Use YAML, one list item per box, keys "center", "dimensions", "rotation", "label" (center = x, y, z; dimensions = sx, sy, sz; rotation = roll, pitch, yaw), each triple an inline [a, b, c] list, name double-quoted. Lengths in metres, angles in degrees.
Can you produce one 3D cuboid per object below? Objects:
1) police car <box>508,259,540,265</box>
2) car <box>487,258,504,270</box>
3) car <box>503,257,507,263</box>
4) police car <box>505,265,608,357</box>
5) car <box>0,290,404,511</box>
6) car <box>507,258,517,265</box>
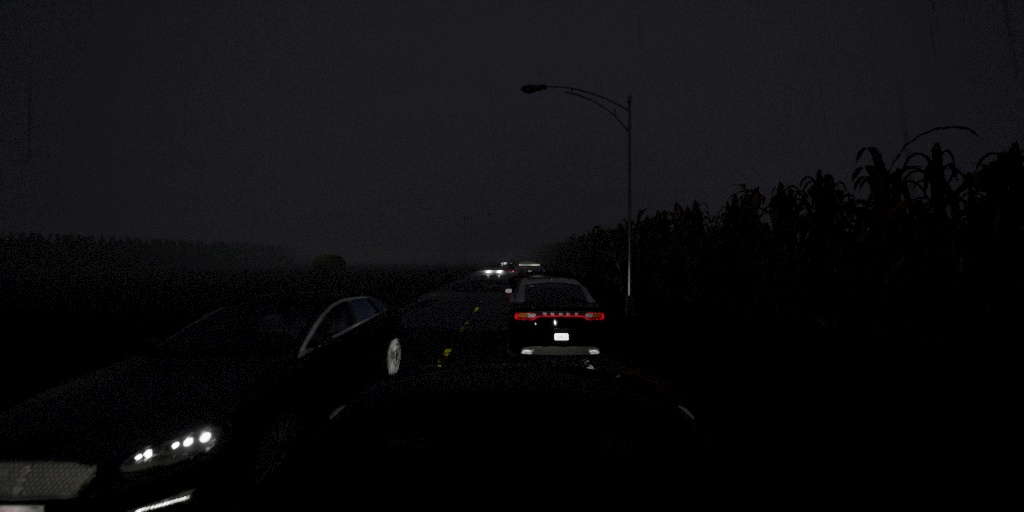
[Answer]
- center: [0.901, 1.165, 18.709]
  dimensions: [1.930, 1.638, 5.238]
  rotation: [0, 0, 0]
  label: "police car"
- center: [-2.536, 1.288, 51.246]
  dimensions: [1.895, 1.301, 4.718]
  rotation: [0, 0, 0]
  label: "car"
- center: [0.275, 1.179, 51.222]
  dimensions: [2.128, 1.511, 4.902]
  rotation: [0, 0, 1]
  label: "car"
- center: [0.858, 1.173, 8.709]
  dimensions: [1.930, 1.638, 5.238]
  rotation: [0, 0, 0]
  label: "police car"
- center: [-2.834, 1.241, 4.494]
  dimensions: [2.128, 1.511, 4.902]
  rotation: [0, 0, 0]
  label: "car"
- center: [0.926, 1.084, 24.568]
  dimensions: [2.097, 1.767, 4.553]
  rotation: [0, 0, 0]
  label: "car"
